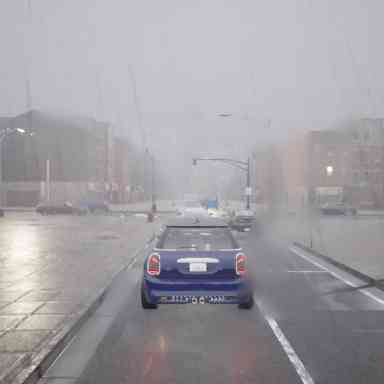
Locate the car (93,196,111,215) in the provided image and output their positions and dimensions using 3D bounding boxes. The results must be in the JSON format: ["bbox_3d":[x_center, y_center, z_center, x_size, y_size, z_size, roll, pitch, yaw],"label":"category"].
[{"bbox_3d":[-10.537,1.261,33.090,4.553,1.767,2.097,1,1,0],"label":"car"}]

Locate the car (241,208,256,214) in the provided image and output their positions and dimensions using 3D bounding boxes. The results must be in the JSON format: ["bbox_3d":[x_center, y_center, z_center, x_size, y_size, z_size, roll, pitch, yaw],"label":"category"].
[{"bbox_3d":[2.644,1.572,18.083,2.008,1.369,4.403,-1,0,0],"label":"car"}]

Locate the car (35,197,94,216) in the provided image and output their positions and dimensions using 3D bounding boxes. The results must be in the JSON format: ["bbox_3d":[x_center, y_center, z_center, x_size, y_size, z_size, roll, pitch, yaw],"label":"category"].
[{"bbox_3d":[-11.688,1.458,30.150,4.674,1.442,1.812,1,1,2],"label":"car"}]

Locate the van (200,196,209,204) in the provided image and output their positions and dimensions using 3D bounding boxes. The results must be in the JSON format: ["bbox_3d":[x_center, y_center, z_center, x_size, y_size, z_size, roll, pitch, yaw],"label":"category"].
[{"bbox_3d":[2.689,1.674,71.494,1.690,1.788,3.998,-1,-1,0],"label":"van"}]

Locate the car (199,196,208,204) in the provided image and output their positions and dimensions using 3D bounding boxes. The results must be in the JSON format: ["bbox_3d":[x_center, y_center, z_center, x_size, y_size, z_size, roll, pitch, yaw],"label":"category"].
[{"bbox_3d":[2.696,1.824,76.783,1.967,1.590,4.097,-1,-1,0],"label":"car"}]

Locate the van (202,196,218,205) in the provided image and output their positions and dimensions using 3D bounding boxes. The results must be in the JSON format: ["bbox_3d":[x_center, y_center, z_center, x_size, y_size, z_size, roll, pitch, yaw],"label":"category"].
[{"bbox_3d":[2.665,1.474,45.042,1.690,1.788,3.998,-1,0,0],"label":"van"}]

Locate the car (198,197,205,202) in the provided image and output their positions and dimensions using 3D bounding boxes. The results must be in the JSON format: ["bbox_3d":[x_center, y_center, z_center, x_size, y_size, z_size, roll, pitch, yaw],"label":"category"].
[{"bbox_3d":[2.715,2.138,92.651,1.802,1.307,4.206,-2,-1,0],"label":"car"}]

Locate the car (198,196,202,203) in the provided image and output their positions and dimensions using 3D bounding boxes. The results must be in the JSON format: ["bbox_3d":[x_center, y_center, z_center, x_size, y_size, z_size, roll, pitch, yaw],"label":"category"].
[{"bbox_3d":[2.674,1.516,55.624,2.192,1.841,5.009,-1,0,0],"label":"car"}]

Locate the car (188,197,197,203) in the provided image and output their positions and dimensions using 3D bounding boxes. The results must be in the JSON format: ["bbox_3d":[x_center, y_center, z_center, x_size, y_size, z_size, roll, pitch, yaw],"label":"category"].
[{"bbox_3d":[0.089,2.003,85.890,2.128,1.511,4.902,0,-1,0],"label":"car"}]

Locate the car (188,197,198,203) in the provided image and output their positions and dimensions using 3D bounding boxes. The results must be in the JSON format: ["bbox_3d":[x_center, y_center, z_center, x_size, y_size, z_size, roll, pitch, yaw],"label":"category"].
[{"bbox_3d":[0.081,1.970,75.923,1.895,1.301,4.718,0,-1,0],"label":"car"}]

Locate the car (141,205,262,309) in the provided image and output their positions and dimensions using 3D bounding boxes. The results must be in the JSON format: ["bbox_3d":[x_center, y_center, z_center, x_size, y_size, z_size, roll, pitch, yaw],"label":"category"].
[{"bbox_3d":[0.106,1.355,8.011,2.097,1.767,4.553,0,0,0],"label":"car"}]

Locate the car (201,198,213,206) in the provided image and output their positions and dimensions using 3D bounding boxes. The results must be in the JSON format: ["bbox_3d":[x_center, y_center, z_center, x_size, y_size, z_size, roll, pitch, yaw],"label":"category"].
[{"bbox_3d":[2.684,1.793,60.911,2.008,1.369,4.403,-1,-1,0],"label":"car"}]

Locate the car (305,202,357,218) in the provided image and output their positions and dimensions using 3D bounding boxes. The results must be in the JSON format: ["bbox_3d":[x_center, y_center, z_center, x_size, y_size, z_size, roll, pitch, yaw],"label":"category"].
[{"bbox_3d":[13.785,1.722,33.025,4.902,1.511,2.128,1,1,0],"label":"car"}]

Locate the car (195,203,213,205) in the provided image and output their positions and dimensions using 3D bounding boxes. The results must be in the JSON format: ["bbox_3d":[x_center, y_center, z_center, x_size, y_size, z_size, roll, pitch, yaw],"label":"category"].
[{"bbox_3d":[0.147,1.546,17.831,1.812,1.442,4.674,0,0,1],"label":"car"}]

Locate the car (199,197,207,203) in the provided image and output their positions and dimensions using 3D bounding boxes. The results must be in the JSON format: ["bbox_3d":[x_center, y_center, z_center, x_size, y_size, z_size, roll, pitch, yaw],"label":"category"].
[{"bbox_3d":[2.704,1.982,82.072,1.887,1.381,4.507,-1,-1,0],"label":"car"}]
